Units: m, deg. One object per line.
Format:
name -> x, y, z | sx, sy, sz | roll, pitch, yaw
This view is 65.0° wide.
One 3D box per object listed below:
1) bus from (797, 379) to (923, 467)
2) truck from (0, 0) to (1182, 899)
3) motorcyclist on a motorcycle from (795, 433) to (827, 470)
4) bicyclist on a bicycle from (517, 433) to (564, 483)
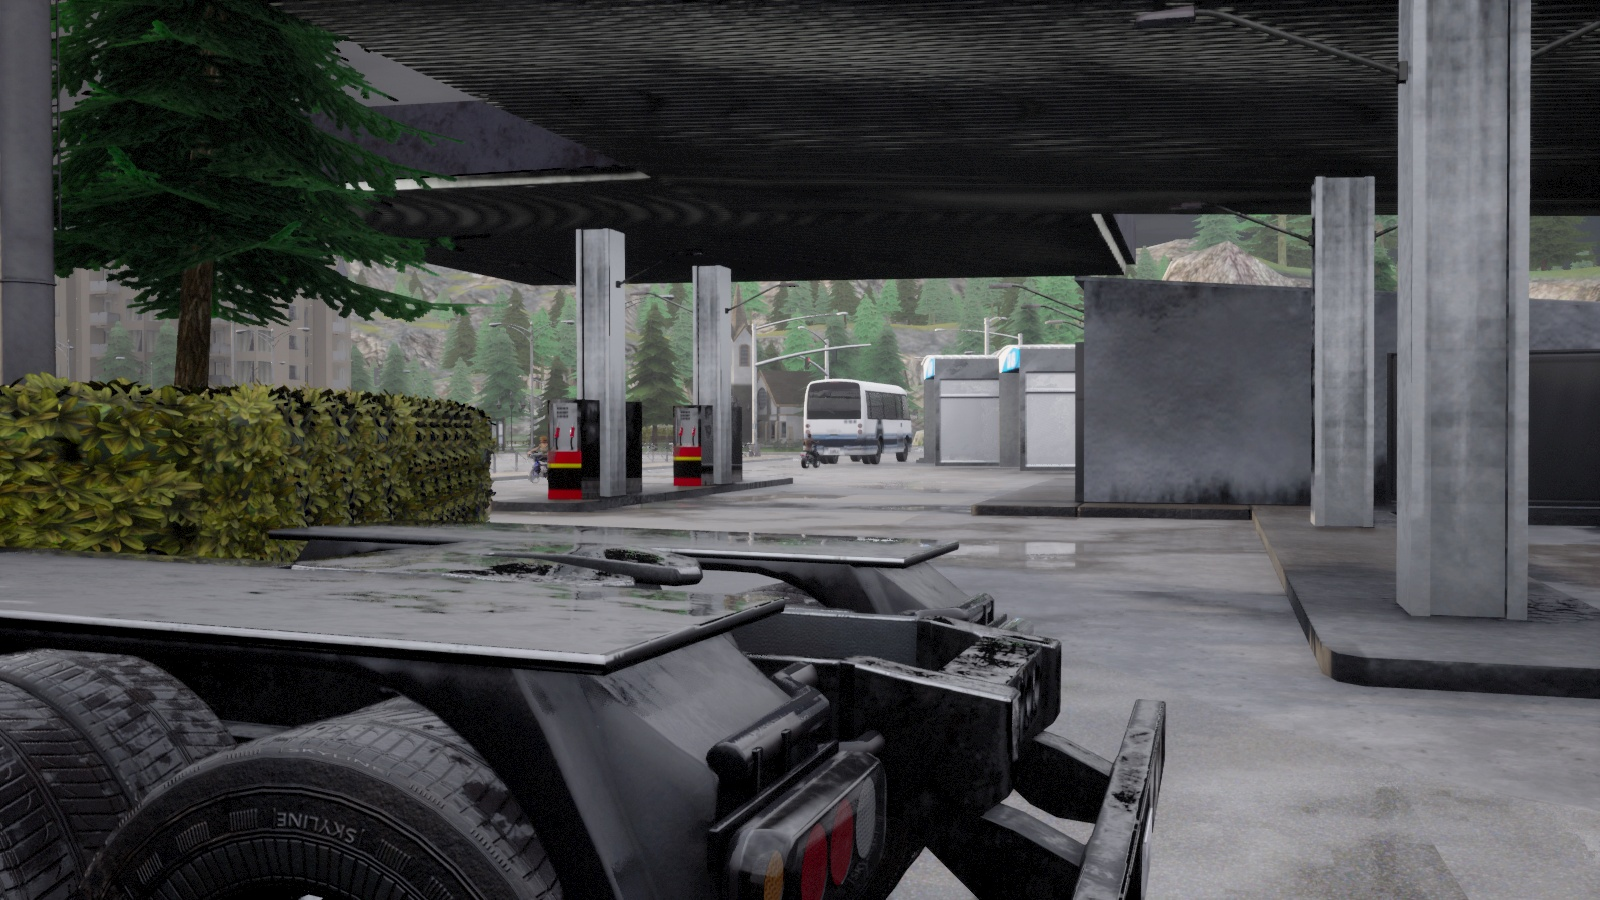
bus -> 3.382, -1.408, 66.345 | 3.944, 4.253, 10.273 | 1, 1, 19
truck -> -2.955, -0.168, 4.152 | 7.936, 3.462, 2.891 | 1, 0, 18
motorcyclist on a motorcycle -> 0.504, 0.044, 57.824 | 0.766, 1.649, 2.350 | 1, 1, 19
bicyclist on a bicycle -> -8.607, 0.255, 41.705 | 0.866, 1.612, 1.509 | 1, 1, 19
